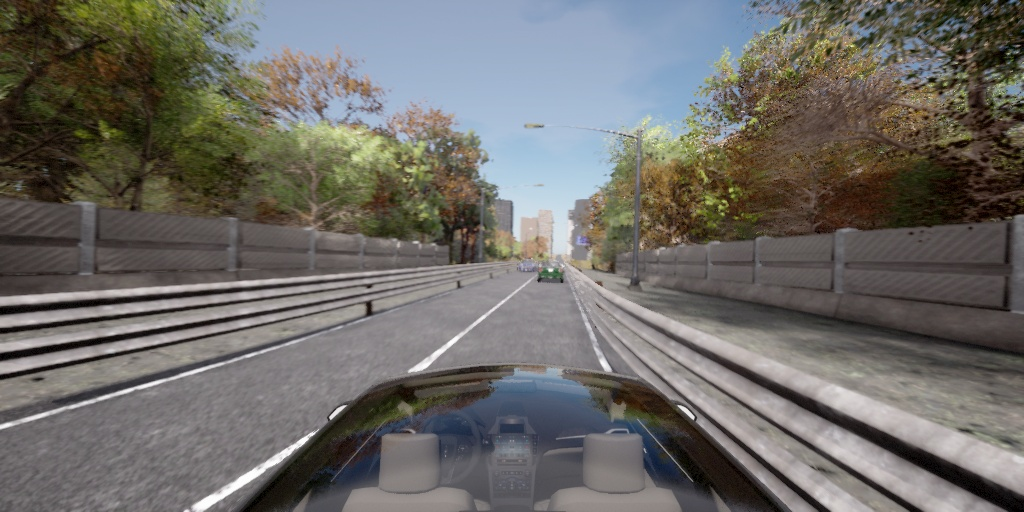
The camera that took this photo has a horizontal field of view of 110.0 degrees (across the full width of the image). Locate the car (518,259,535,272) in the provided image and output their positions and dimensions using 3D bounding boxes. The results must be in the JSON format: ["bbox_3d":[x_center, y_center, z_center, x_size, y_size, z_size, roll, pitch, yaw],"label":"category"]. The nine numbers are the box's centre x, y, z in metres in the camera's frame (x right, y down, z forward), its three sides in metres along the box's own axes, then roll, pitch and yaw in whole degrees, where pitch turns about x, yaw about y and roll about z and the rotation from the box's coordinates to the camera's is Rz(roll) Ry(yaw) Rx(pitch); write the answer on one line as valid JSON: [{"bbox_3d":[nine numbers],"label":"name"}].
[{"bbox_3d":[2.097,1.194,47.118,2.097,1.767,4.553,2,0,8],"label":"car"}]

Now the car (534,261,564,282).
[{"bbox_3d":[3.344,1.194,30.543,2.097,1.767,4.553,2,0,8],"label":"car"}]
